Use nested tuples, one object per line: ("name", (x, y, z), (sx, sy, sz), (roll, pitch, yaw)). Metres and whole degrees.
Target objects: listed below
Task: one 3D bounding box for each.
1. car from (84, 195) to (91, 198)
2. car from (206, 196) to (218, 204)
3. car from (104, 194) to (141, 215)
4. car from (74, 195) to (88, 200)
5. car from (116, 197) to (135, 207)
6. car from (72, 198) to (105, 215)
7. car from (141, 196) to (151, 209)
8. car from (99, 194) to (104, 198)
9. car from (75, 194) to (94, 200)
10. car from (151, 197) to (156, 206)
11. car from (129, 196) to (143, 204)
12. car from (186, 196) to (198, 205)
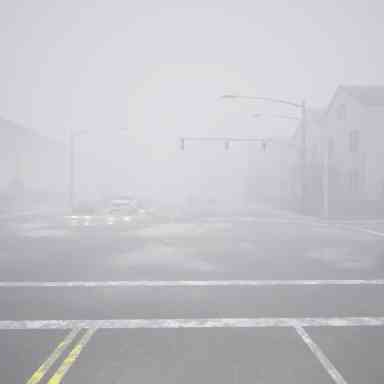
("car", (-28.151, 1.453, 84.337), (2.038, 1.542, 4.974), (0, 0, -36))
("car", (3.620, 1.526, 61.196), (1.812, 1.442, 4.674), (0, 0, 0))
("car", (-7.089, 1.221, 34.646), (2.150, 2.045, 5.566), (0, 0, 0))
("car", (-28.182, 1.295, 84.378), (1.853, 1.218, 4.536), (0, 0, -36))
("car", (-10.578, 1.547, 53.120), (2.033, 1.411, 5.357), (0, 0, 0))
("car", (-10.589, 1.564, 33.615), (1.994, 1.385, 4.181), (0, 0, 0))
("car", (-7.084, 1.505, 44.199), (1.837, 1.490, 4.892), (0, 0, 0))
("car", (-10.585, 1.221, 42.875), (2.150, 2.045, 5.566), (0, 0, 0))
("car", (-28.939, 1.453, 89.704), (2.038, 1.542, 4.974), (0, 0, 29))
("car", (-7.070, 1.478, 54.587), (1.882, 1.535, 5.008), (0, 0, 0))
("car", (-10.523, 1.526, 63.202), (1.812, 1.442, 4.674), (0, 0, 1))
("car", (0.020, 1.492, 58.605), (2.128, 1.511, 4.902), (0, 0, 0))
